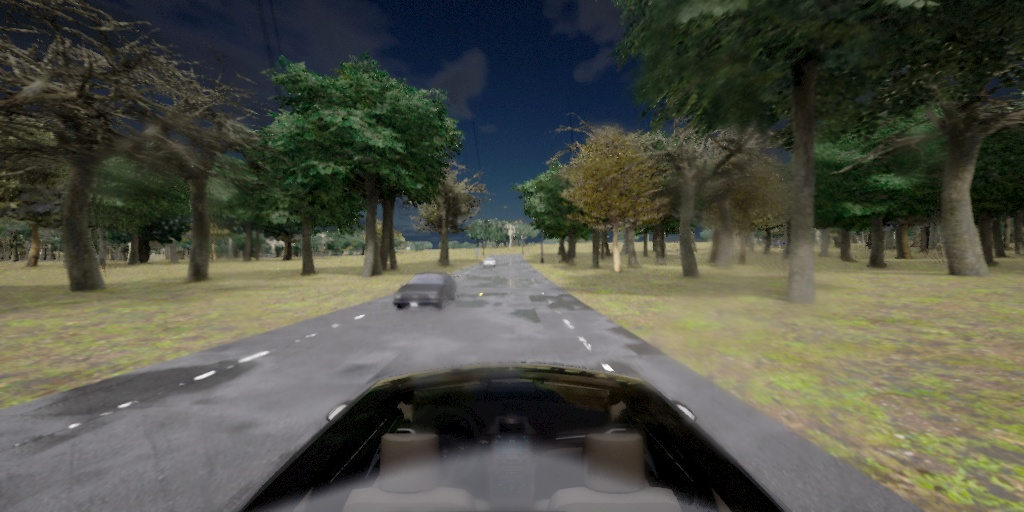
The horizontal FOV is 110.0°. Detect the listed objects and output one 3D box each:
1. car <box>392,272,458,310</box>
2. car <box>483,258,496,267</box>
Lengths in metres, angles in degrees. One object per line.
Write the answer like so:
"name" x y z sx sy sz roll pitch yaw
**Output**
"car" -3.598 1.423 15.896 2.033 1.411 5.357 0 0 0
"car" -3.546 1.020 56.951 1.812 1.442 4.674 0 1 0
